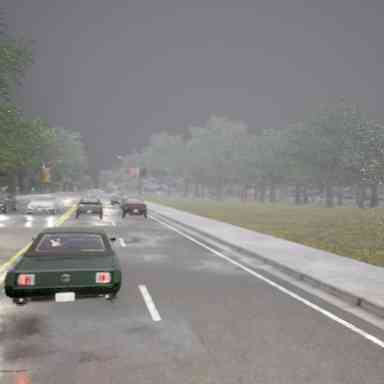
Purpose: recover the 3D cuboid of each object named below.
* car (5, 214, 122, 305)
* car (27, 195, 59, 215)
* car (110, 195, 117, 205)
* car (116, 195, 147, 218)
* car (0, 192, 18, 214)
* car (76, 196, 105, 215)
[{"bbox_3d":[-2.729,1.453,7.746,1.895,1.301,4.718,2,0,-16],"label":"car"},{"bbox_3d":[-11.543,0.951,26.104,1.812,1.442,4.674,2,0,-16],"label":"car"},{"bbox_3d":[-9.674,1.029,43.907,1.994,1.385,4.181,2,0,-16],"label":"car"},{"bbox_3d":[-4.778,1.188,26.751,1.882,1.535,5.008,2,0,-16],"label":"car"},{"bbox_3d":[-14.738,0.796,25.487,1.837,1.490,4.892,2,0,-16],"label":"car"},{"bbox_3d":[-7.602,1.086,24.861,2.128,1.511,4.902,2,0,-16],"label":"car"}]
